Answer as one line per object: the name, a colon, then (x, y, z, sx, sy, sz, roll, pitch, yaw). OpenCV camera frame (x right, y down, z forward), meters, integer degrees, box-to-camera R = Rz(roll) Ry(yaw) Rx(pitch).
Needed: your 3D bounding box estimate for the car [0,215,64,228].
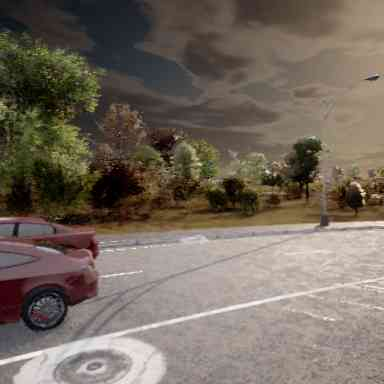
car: (-4.998, 1.405, 8.694, 5.008, 1.535, 1.882, 0, 0, -34)

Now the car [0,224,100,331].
car: (-3.857, 1.478, 5.277, 4.674, 1.442, 1.812, 0, 0, -34)
